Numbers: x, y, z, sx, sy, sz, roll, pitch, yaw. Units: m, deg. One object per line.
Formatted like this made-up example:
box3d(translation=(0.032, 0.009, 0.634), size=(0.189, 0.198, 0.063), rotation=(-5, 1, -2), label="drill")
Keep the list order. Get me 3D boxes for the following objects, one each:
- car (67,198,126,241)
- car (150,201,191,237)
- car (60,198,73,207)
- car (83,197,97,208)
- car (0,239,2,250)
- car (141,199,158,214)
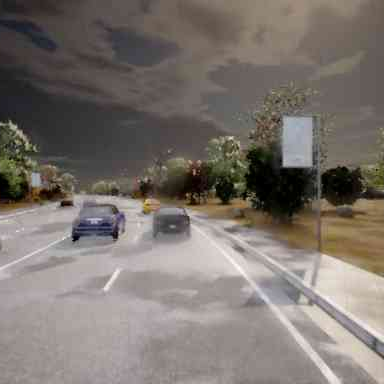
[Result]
box3d(translation=(-4.599, 1.367, 17.012), size=(2.097, 1.767, 4.553), rotation=(0, 0, -6), label="car")
box3d(translation=(-1.205, 1.486, 18.148), size=(1.882, 1.535, 5.008), rotation=(0, 0, -7), label="car")
box3d(translation=(-19.640, 1.642, 52.492), size=(1.895, 1.301, 4.718), rotation=(0, 0, -15), label="car")
box3d(translation=(-15.266, 1.563, 49.786), size=(1.812, 1.442, 4.674), rotation=(0, 0, -15), label="car")
box3d(translation=(-7.612, 1.585, 10.053), size=(1.994, 1.385, 4.181), rotation=(0, 0, -5), label="car")
box3d(translation=(-4.439, 1.498, 36.247), size=(1.882, 1.535, 5.008), rotation=(0, 0, -13), label="car")
